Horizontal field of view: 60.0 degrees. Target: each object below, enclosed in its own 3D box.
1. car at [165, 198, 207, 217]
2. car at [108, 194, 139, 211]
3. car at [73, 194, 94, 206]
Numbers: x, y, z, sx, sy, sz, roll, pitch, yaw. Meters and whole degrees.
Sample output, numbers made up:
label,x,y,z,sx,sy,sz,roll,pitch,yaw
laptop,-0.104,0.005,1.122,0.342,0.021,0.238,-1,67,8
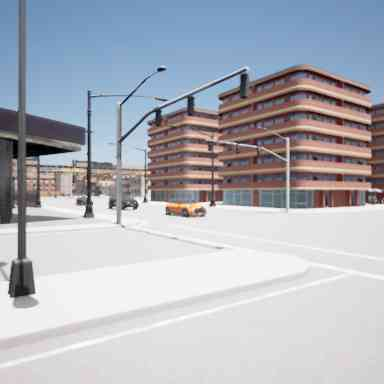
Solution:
label,x,y,z,sx,sy,sz,roll,pitch,yaw
car,-0.618,1.370,31.290,2.097,1.767,4.553,0,0,-36
car,-8.838,1.242,42.451,2.150,2.045,5.566,0,0,-36
car,-17.545,1.522,54.277,1.837,1.490,4.892,0,0,-36
